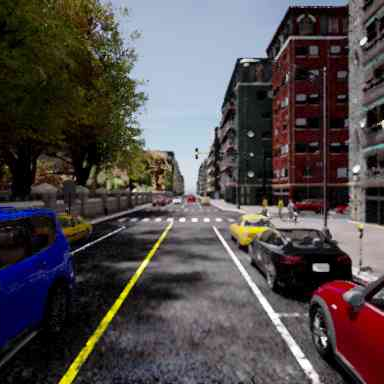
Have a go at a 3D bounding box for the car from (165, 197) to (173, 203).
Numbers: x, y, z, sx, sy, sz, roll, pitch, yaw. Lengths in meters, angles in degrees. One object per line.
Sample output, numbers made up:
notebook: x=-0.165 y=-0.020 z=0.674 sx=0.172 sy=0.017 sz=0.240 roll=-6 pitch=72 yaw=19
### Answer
car: x=-5.825 y=2.036 z=85.837 sx=1.802 sy=1.307 sz=4.206 roll=0 pitch=0 yaw=0

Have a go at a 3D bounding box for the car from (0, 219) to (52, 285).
car: x=-5.707 y=1.593 z=8.966 sx=2.008 sy=1.369 sz=4.403 roll=0 pitch=0 yaw=0

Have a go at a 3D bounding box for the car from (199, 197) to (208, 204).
car: x=2.572 y=1.941 z=74.781 sx=2.008 sy=1.369 sz=4.403 roll=0 pitch=0 yaw=0

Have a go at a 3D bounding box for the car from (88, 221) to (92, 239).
car: x=-5.716 y=1.594 z=14.427 sx=1.752 sy=1.417 sz=4.829 roll=0 pitch=0 yaw=0

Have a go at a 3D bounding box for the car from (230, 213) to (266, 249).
car: x=2.664 y=1.596 z=14.781 sx=1.752 sy=1.417 sz=4.829 roll=0 pitch=0 yaw=0

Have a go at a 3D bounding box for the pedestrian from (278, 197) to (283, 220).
pedestrian: x=7.093 y=1.348 z=26.804 sx=0.375 sy=1.860 sz=0.375 roll=0 pitch=0 yaw=0

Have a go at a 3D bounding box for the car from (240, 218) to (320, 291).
car: x=2.674 y=1.608 z=8.980 sx=1.947 sy=1.339 sz=4.313 roll=0 pitch=0 yaw=0

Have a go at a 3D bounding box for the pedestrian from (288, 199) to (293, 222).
pedestrian: x=8.092 y=1.506 z=27.405 sx=0.375 sy=1.860 sz=0.375 roll=0 pitch=0 yaw=0

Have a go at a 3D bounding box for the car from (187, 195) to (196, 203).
car: x=-0.127 y=1.656 z=83.519 sx=2.150 sy=2.045 sz=5.566 roll=0 pitch=0 yaw=0

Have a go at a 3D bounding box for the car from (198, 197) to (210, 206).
car: x=2.589 y=1.853 z=63.881 sx=1.752 sy=1.417 sz=4.829 roll=0 pitch=0 yaw=0

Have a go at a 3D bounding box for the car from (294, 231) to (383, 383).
car: x=2.681 y=1.456 z=3.349 sx=1.967 sy=1.590 sz=4.097 roll=0 pitch=0 yaw=0

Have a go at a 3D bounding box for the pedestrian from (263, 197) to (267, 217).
pedestrian: x=6.091 y=1.282 z=28.002 sx=0.375 sy=1.860 sz=0.375 roll=0 pitch=0 yaw=0

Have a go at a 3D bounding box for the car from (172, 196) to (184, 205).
car: x=-3.108 y=1.889 z=70.526 sx=1.812 sy=1.442 sz=4.674 roll=0 pitch=0 yaw=0

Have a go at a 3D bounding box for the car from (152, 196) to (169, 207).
car: x=-5.784 y=1.610 z=58.164 sx=2.192 sy=1.841 sz=5.009 roll=0 pitch=0 yaw=0

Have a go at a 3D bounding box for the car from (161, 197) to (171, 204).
car: x=-5.808 y=1.934 z=74.768 sx=1.887 sy=1.381 sz=4.507 roll=0 pitch=0 yaw=0

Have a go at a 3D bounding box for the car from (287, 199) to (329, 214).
car: x=14.550 y=1.796 z=41.620 sx=5.009 sy=1.841 sz=2.192 roll=1 pitch=-1 yaw=0

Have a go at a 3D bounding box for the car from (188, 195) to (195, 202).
car: x=-0.143 y=1.769 z=93.879 sx=2.097 sy=1.767 sz=4.553 roll=0 pitch=0 yaw=0

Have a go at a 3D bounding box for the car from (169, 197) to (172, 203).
car: x=-5.800 y=1.797 z=69.233 sx=1.967 sy=1.590 sz=4.097 roll=0 pitch=0 yaw=0

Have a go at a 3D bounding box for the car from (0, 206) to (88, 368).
car: x=-3.108 y=1.238 z=3.589 sx=2.150 sy=2.045 sz=5.566 roll=0 pitch=0 yaw=0

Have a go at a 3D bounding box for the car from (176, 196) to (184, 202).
car: x=-3.131 y=1.827 z=86.966 sx=2.033 sy=1.411 sz=5.357 roll=0 pitch=0 yaw=0

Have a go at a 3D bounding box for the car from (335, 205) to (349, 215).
car: x=20.241 y=2.129 z=41.642 sx=4.507 sy=1.381 sz=1.887 roll=1 pitch=-1 yaw=0
